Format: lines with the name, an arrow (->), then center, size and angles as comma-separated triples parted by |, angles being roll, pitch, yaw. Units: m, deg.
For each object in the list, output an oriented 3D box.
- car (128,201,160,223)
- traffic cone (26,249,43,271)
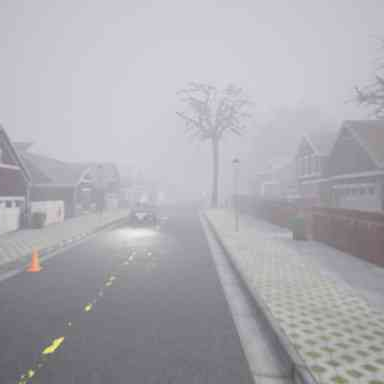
car -> -3.453, 1.413, 24.456 | 2.128, 1.511, 4.902 | 0, 0, -1
traffic cone -> -4.508, 1.932, 9.544 | 0.340, 0.580, 0.340 | 0, 0, 0
